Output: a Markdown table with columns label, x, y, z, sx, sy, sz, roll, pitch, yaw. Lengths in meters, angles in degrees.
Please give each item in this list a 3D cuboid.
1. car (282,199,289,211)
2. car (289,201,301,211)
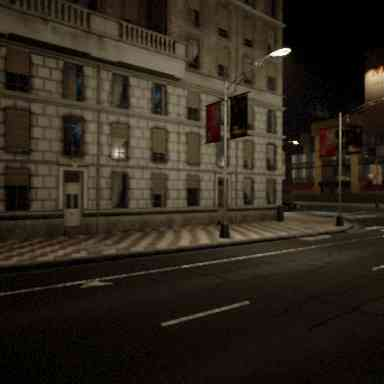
| label | x | y | z | sx | sy | sz | roll | pitch | yaw |
| --- | --- | --- | --- | --- | --- | --- | --- | --- | --- |
| car | 9.034 | 1.758 | 41.888 | 2.033 | 1.411 | 5.357 | 0 | 0 | -36 |
| car | 11.924 | 1.725 | 43.871 | 2.128 | 1.511 | 4.902 | 0 | 0 | -36 |
